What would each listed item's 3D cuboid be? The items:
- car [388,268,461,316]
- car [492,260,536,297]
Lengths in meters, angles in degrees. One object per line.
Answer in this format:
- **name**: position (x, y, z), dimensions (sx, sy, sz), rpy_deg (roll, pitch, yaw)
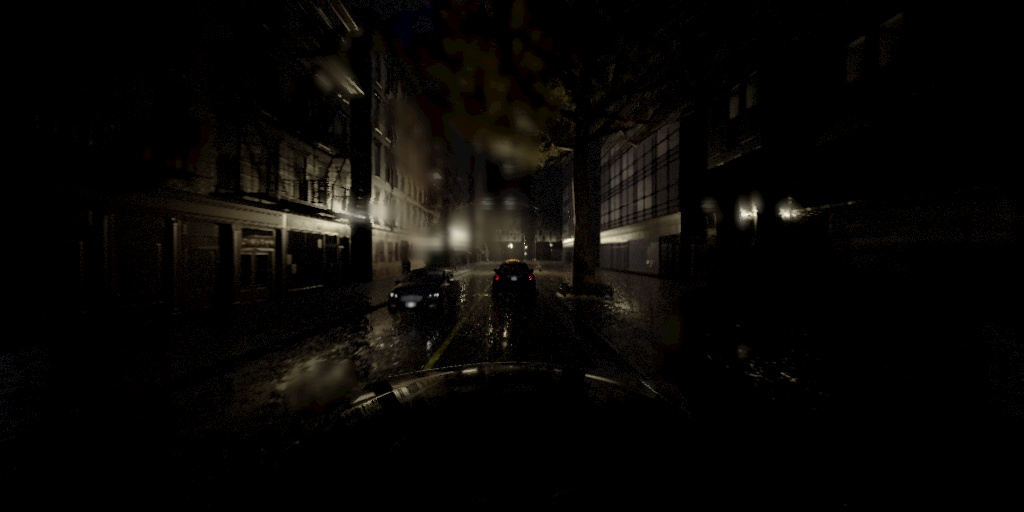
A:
- **car**: position (-3.096, 1.224, 13.438), dimensions (2.128, 1.511, 4.902), rpy_deg (0, 0, 0)
- **car**: position (0.099, 1.071, 18.845), dimensions (2.097, 1.767, 4.553), rpy_deg (0, 0, 0)
